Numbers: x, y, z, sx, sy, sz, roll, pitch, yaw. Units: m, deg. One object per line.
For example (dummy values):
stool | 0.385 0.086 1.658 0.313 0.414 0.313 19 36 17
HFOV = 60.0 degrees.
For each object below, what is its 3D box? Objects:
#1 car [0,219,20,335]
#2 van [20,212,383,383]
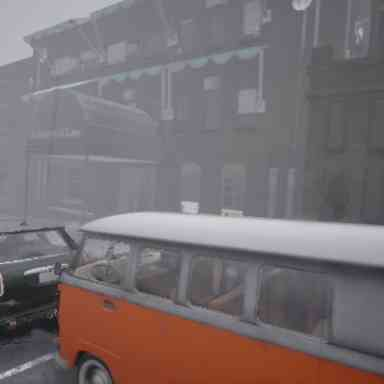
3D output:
car | -3.920 1.291 6.327 4.553 1.767 2.185 1 0 36
van | 0.458 1.241 3.204 4.442 1.987 1.878 1 0 35
